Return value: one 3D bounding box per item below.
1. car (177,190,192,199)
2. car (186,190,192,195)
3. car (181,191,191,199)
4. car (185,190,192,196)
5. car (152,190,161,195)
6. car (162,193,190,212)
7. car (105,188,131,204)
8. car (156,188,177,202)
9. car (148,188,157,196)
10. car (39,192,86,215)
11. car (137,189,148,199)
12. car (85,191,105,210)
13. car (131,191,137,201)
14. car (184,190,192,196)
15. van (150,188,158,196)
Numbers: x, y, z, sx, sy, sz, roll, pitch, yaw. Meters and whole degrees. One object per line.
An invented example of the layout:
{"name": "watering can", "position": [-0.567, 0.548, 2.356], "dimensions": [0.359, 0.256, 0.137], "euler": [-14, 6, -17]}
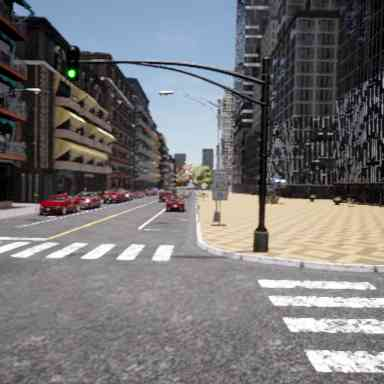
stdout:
{"name": "car", "position": [-1.197, 0.717, 53.163], "dimensions": [2.008, 1.369, 4.403], "euler": [0, 1, 1]}
{"name": "car", "position": [-0.831, 0.200, 92.702], "dimensions": [1.802, 1.307, 4.206], "euler": [0, 1, 1]}
{"name": "car", "position": [-1.092, 0.553, 64.460], "dimensions": [1.887, 1.381, 4.507], "euler": [0, 1, 1]}
{"name": "car", "position": [-0.883, 0.240, 87.053], "dimensions": [1.887, 1.381, 4.507], "euler": [0, 1, 1]}
{"name": "car", "position": [-9.229, 0.095, 87.070], "dimensions": [1.802, 1.307, 4.206], "euler": [0, 1, 1]}
{"name": "car", "position": [-1.406, 1.029, 30.571], "dimensions": [1.887, 1.381, 4.507], "euler": [0, 1, 1]}
{"name": "car", "position": [-9.645, 0.457, 41.882], "dimensions": [2.192, 1.841, 5.009], "euler": [0, 1, 1]}
{"name": "car", "position": [-3.776, 0.643, 49.264], "dimensions": [1.882, 1.535, 5.008], "euler": [1, 1, 1]}
{"name": "car", "position": [-9.331, -0.016, 75.771], "dimensions": [2.192, 1.841, 5.009], "euler": [0, 1, 1]}
{"name": "car", "position": [-9.803, 0.926, 24.940], "dimensions": [1.887, 1.381, 4.507], "euler": [0, 1, 1]}
{"name": "car", "position": [-9.490, 0.487, 58.830], "dimensions": [1.802, 1.307, 4.206], "euler": [0, 1, 1]}
{"name": "car", "position": [-9.750, 0.741, 30.587], "dimensions": [1.967, 1.590, 4.097], "euler": [0, 1, 1]}
{"name": "car", "position": [-9.594, 0.503, 47.531], "dimensions": [1.967, 1.590, 4.097], "euler": [0, 1, 1]}
{"name": "car", "position": [-0.934, 0.296, 81.575], "dimensions": [1.752, 1.417, 4.829], "euler": [0, 1, 1]}
{"name": "van", "position": [-9.279, -0.068, 81.418], "dimensions": [1.690, 1.788, 3.998], "euler": [0, 1, 1]}
